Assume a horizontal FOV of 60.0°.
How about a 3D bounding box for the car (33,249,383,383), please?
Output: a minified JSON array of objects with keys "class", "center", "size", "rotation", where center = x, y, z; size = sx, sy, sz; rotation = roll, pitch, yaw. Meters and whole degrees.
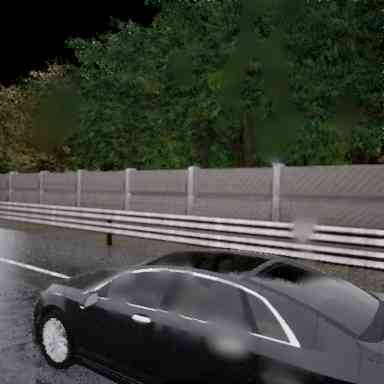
[{"class":"car","center":[0.044,1.464,3.960],"size":[4.892,1.490,1.837],"rotation":[1,0,35]}]
